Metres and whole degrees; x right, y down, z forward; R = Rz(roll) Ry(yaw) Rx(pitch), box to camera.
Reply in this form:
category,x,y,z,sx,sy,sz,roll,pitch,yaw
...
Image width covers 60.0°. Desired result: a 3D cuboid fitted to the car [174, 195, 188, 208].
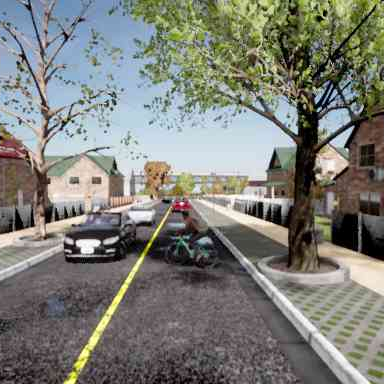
category,x,y,z,sx,sy,sz,roll,pitch,yaw
car,-1.624,1.354,50.029,2.097,1.767,4.553,0,0,-2

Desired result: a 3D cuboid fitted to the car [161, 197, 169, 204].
category,x,y,z,sx,sy,sz,roll,pitch,yaw
car,-4.999,1.623,65.409,1.895,1.301,4.718,0,0,-1

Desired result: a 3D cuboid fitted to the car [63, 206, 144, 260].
category,x,y,z,sx,sy,sz,roll,pitch,yaw
car,-3.217,1.479,12.394,2.128,1.511,4.902,0,0,-2

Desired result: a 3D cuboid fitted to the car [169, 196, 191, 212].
category,x,y,z,sx,sy,sz,roll,pitch,yaw
car,-1.176,1.341,37.827,2.097,1.767,4.553,0,0,-2

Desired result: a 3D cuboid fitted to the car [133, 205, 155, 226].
category,x,y,z,sx,sy,sz,roll,pitch,yaw
car,-3.581,1.584,23.137,1.895,1.301,4.718,0,0,-4

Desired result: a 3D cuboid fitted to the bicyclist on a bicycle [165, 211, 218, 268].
category,x,y,z,sx,sy,sz,roll,pitch,yaw
bicyclist on a bicycle,-0.034,1.386,9.754,1.656,1.620,0.582,0,1,20
